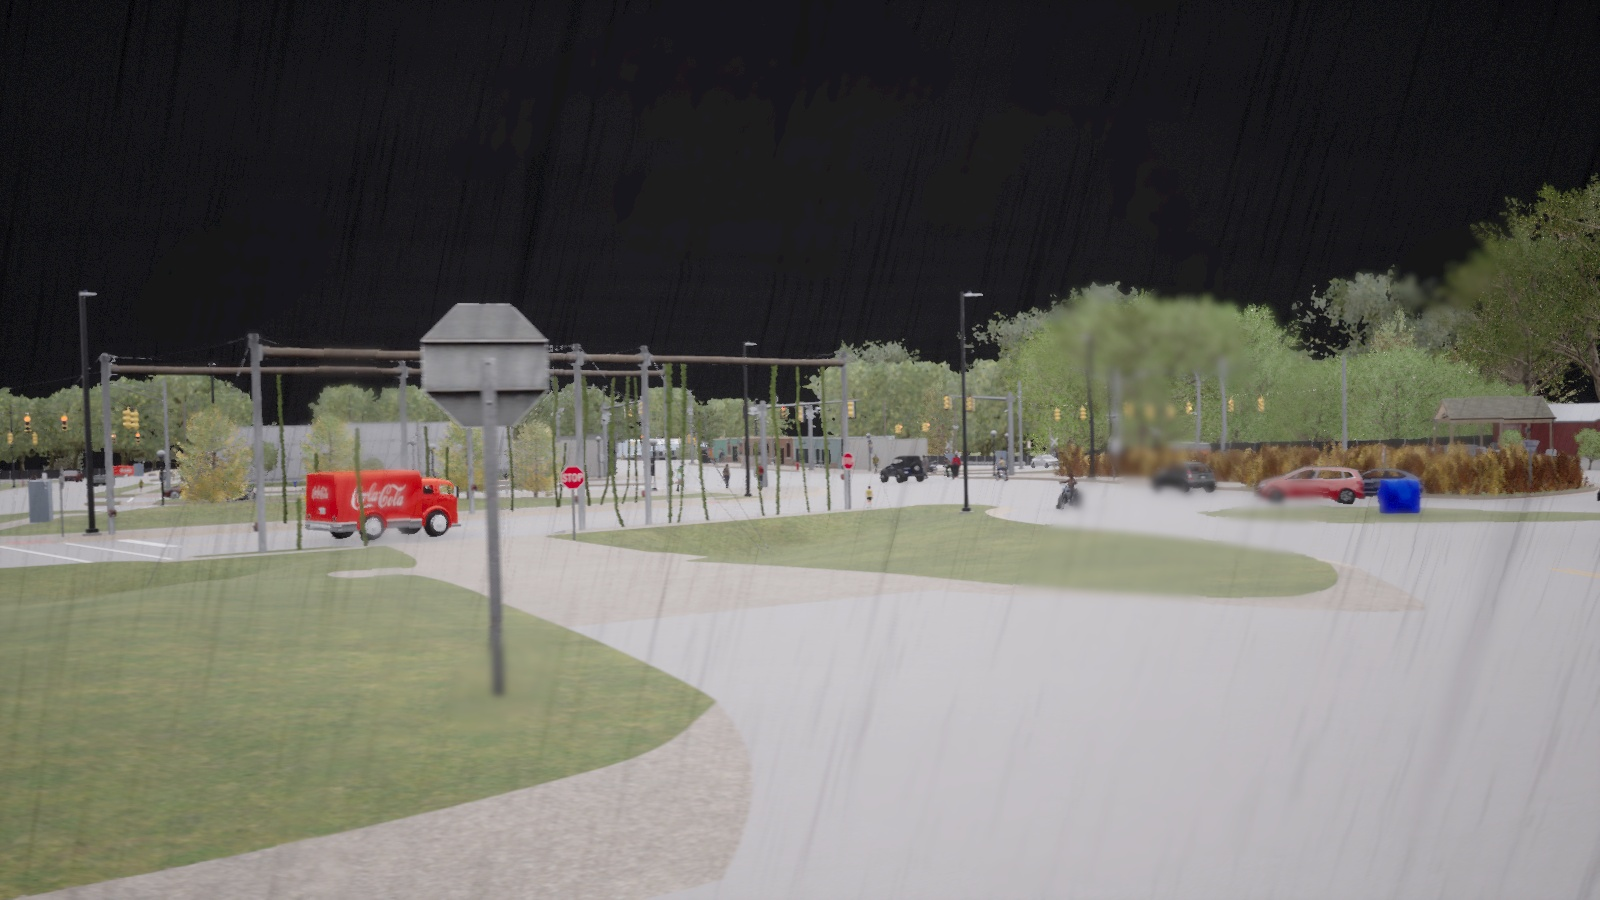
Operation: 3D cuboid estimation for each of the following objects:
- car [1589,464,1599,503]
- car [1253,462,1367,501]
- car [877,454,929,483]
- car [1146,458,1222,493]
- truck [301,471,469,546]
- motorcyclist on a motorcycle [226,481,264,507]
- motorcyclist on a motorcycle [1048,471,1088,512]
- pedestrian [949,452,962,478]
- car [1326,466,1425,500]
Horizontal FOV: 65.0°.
[{"bbox_3d":[34.952,1.363,51.616,1.851,1.617,3.988,-2,0,-16],"label":"car"},{"bbox_3d":[23.089,1.421,57.029,4.611,1.667,2.242,0,1,16],"label":"car"},{"bbox_3d":[7.182,1.285,87.798,1.905,1.878,3.866,-2,0,-23],"label":"car"},{"bbox_3d":[20.092,1.321,65.914,1.851,1.617,3.988,-2,1,-18],"label":"car"},{"bbox_3d":[-15.183,2.072,46.145,2.627,2.467,5.204,0,0,42],"label":"truck"},{"bbox_3d":[-37.544,2.967,84.967,2.350,1.649,0.766,-1,1,-25],"label":"motorcyclist on a motorcycle"},{"bbox_3d":[11.573,1.752,54.154,0.766,1.649,2.350,0,1,37],"label":"motorcyclist on a motorcycle"},{"bbox_3d":[11.547,1.105,93.184,0.634,1.844,0.899,-1,2,30],"label":"pedestrian"},{"bbox_3d":[27.188,1.531,59.383,4.193,1.474,1.816,0,2,26],"label":"car"}]
